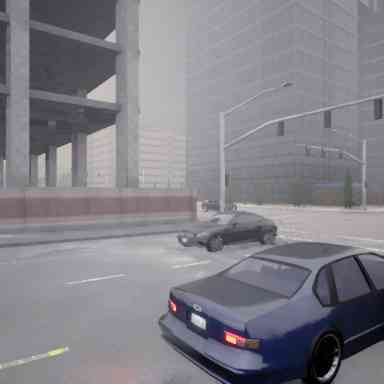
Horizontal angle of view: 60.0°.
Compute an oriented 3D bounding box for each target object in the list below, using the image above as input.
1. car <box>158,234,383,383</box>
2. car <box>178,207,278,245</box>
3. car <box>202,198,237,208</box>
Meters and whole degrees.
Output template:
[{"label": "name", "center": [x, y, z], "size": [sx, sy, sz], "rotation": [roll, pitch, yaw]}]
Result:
[{"label": "car", "center": [2.130, 1.546, 5.310], "size": [5.357, 1.411, 2.033], "rotation": [0, 0, -35]}, {"label": "car", "center": [1.613, 1.524, 13.772], "size": [4.674, 1.442, 1.812], "rotation": [0, 0, -36]}, {"label": "car", "center": [3.053, 1.499, 37.394], "size": [1.837, 1.490, 4.892], "rotation": [0, 0, -36]}]
